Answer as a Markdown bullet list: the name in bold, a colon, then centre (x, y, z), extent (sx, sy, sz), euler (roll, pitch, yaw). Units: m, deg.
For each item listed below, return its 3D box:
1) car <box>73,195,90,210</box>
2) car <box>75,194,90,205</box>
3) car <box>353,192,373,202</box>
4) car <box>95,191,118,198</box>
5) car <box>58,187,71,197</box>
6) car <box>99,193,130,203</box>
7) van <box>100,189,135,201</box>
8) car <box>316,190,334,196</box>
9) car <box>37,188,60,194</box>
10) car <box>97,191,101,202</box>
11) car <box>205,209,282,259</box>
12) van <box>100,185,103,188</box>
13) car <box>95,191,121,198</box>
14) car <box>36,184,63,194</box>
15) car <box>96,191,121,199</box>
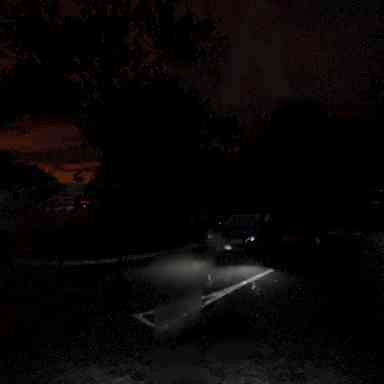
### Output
- **car**: centre (-13.118, 1.332, 40.106), extent (1.837, 1.490, 4.892), euler (1, 1, -22)
- **car**: centre (-16.395, 1.143, 49.854), extent (1.994, 1.385, 4.181), euler (0, 2, -19)
- **car**: centre (29.065, 0.819, 56.659), extent (2.128, 1.511, 4.902), euler (0, 2, 9)
- **car**: centre (-18.413, 0.475, 71.776), extent (4.674, 1.452, 2.002), euler (0, 2, -19)
- **car**: centre (-27.408, 0.268, 72.383), extent (1.882, 1.535, 5.008), euler (0, 2, -19)
- **car**: centre (-13.072, 0.976, 56.010), extent (4.792, 1.488, 2.163), euler (0, 2, -19)
- **van**: centre (-10.552, 0.979, 48.069), extent (4.442, 1.987, 1.878), euler (0, 2, -19)
- **car**: centre (28.801, 0.343, 72.402), extent (1.882, 1.535, 5.008), euler (0, 2, -19)
- **car**: centre (-37.791, -0.312, 87.777), extent (5.366, 1.575, 1.946), euler (0, 2, -19)
- **car**: centre (-12.390, 1.028, 53.312), extent (5.366, 1.575, 1.946), euler (0, 2, -19)
- **car**: centre (2.135, 1.417, 12.483), extent (1.812, 1.442, 4.674), euler (-1, 1, 26)
- **van**: centre (-19.180, 0.126, 74.435), extent (4.442, 1.987, 1.878), euler (0, 2, -19)
- **car**: centre (-17.528, 0.519, 69.143), extent (5.008, 1.535, 2.097), euler (0, 2, -19)
- **car**: centre (-36.744, -0.474, 85.165), extent (5.566, 2.045, 2.435), euler (0, 2, -19)
- **car**: centre (-16.641, 0.645, 66.516), extent (4.674, 1.452, 2.002), euler (0, 2, -19)
